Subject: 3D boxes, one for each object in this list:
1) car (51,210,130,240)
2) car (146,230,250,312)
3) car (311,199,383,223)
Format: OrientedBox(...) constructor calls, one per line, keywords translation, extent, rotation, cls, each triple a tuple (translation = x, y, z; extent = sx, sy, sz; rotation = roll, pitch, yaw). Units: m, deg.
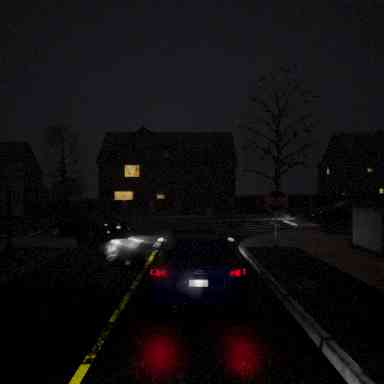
OrientedBox(translation=(-5.281, 1.642, 17.160), extent=(4.181, 1.385, 1.994), rotation=(-3, -1, 29), cls="car")
OrientedBox(translation=(0.092, 1.564, 7.818), extent=(1.994, 1.385, 4.181), rotation=(0, 0, -1), cls="car")
OrientedBox(translation=(10.297, 1.215, 21.941), extent=(4.674, 1.442, 1.812), rotation=(-1, 1, 0), cls="car")
